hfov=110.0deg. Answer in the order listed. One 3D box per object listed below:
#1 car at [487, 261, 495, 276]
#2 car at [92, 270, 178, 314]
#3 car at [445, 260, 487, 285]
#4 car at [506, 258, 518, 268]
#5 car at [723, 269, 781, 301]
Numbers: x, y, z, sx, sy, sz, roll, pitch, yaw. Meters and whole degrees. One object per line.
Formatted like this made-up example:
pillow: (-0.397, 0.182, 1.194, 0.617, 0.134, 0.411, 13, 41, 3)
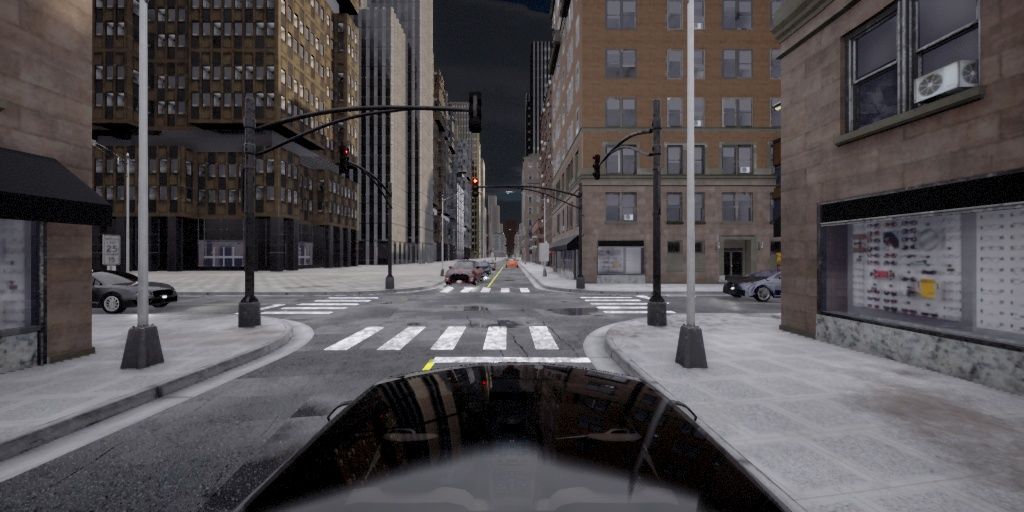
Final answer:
car: (-3.166, 1.298, 37.677, 2.033, 1.411, 5.357, 0, 0, 0)
car: (-15.257, 1.259, 13.222, 4.892, 1.490, 1.837, 0, 0, 0)
car: (-3.321, 1.102, 25.656, 2.097, 1.767, 4.553, 0, 0, 3)
car: (-0.015, 1.101, 61.649, 2.097, 1.767, 4.553, 0, 0, 0)
car: (12.222, 1.313, 16.654, 4.181, 1.385, 1.994, 0, 0, -1)
